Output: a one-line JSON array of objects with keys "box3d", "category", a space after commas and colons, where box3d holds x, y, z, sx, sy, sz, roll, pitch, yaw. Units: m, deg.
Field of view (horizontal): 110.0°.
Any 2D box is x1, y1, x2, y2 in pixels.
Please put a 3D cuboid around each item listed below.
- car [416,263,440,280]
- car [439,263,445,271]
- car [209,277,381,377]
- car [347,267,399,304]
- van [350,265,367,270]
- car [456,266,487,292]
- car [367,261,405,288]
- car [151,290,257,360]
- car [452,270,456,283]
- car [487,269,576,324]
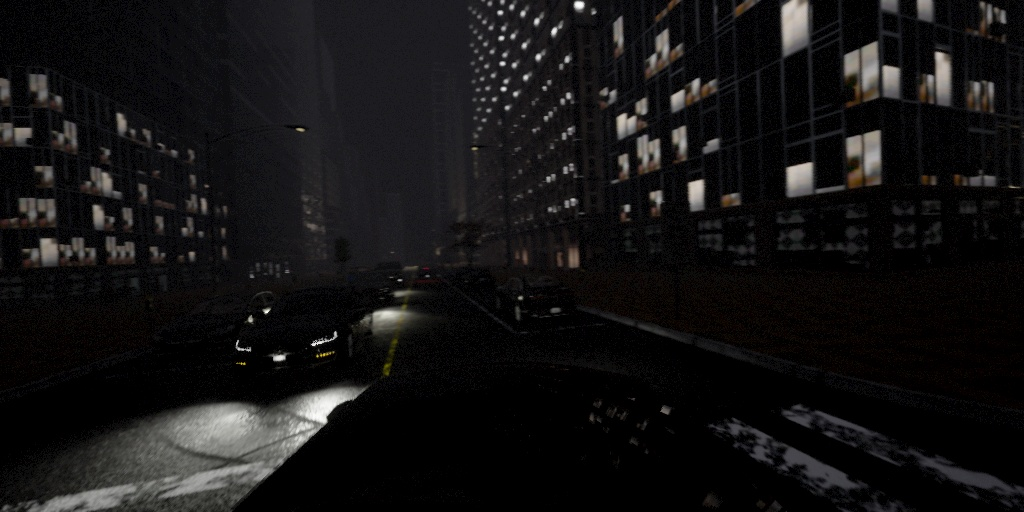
[{"box3d": [-9.153, 1.769, 38.630, 1.895, 1.301, 4.718, -3, 0, -14], "category": "car"}, {"box3d": [-12.214, 1.899, 60.773, 1.802, 1.307, 4.207, 0, 0, -15], "category": "car"}, {"box3d": [-4.423, 1.466, 8.298, 1.837, 1.490, 4.892, -3, 0, -13], "category": "car"}, {"box3d": [-7.056, 1.557, 18.269, 1.882, 1.535, 5.008, -3, 0, -15], "category": "car"}, {"box3d": [-13.158, 1.711, 31.441, 1.690, 1.789, 3.998, 0, 0, -15], "category": "van"}, {"box3d": [-2.203, 1.403, 22.694, 1.948, 1.339, 4.313, 0, 0, -15], "category": "car"}, {"box3d": [-9.759, 1.425, 28.537, 2.150, 2.045, 5.566, -3, 0, -14], "category": "car"}, {"box3d": [-7.436, 1.659, 9.680, 2.007, 1.370, 4.403, 0, 0, -15], "category": "car"}, {"box3d": [-3.633, 1.468, 28.134, 1.948, 1.339, 4.313, 0, 0, -15], "category": "car"}, {"box3d": [0.658, 1.258, 11.814, 2.007, 1.370, 4.403, 0, 0, -15], "category": "car"}]
